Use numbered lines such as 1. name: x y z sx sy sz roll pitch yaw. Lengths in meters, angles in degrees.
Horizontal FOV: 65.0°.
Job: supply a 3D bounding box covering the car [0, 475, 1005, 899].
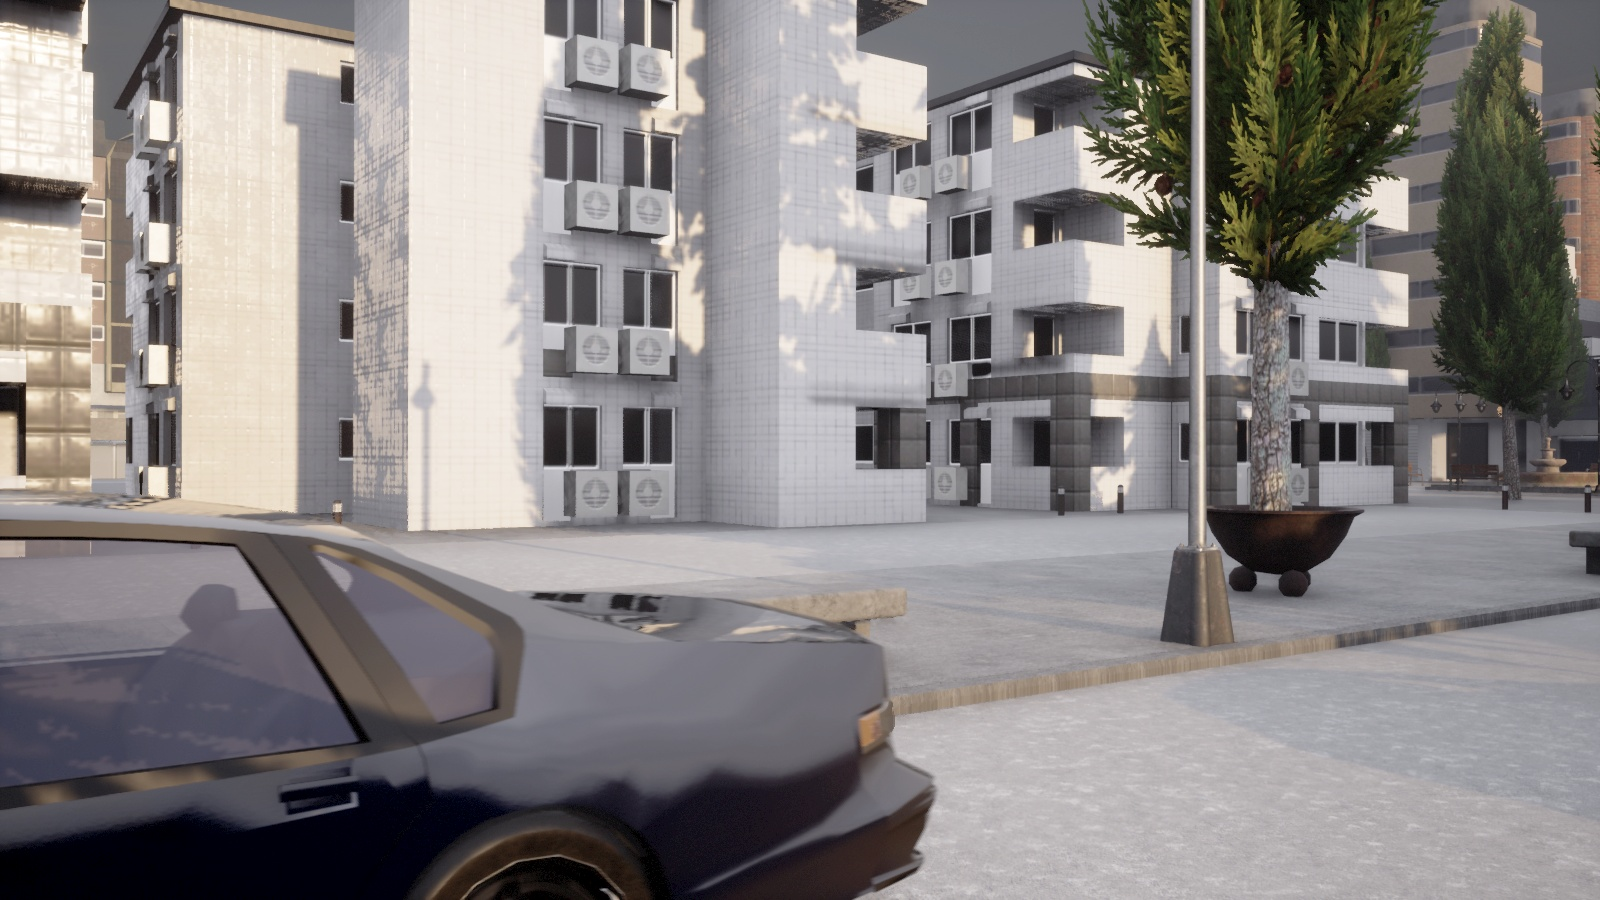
1. car: -2.222 0.804 2.721 5.357 1.411 2.033 0 0 -35
